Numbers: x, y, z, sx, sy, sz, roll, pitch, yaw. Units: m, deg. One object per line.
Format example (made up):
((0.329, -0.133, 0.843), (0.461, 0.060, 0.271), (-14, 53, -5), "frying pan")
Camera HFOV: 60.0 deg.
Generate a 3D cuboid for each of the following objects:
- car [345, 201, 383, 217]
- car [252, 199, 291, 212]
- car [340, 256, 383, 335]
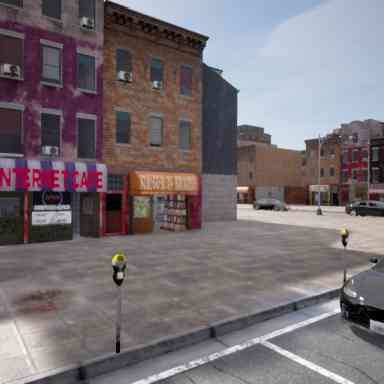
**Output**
((15.914, 1.539, 29.004), (1.837, 1.490, 4.892), (1, 0, -35), "car")
((9.135, 1.550, 38.569), (2.128, 1.511, 4.902), (1, 0, -35), "car")
((4.467, 1.567, 5.979), (4.313, 1.339, 1.947), (0, 0, -35), "car")
